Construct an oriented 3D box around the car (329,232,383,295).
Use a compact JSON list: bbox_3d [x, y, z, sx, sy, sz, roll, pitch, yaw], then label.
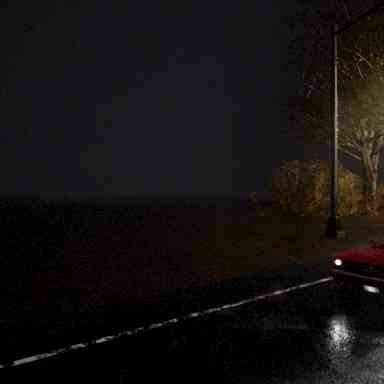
[{"bbox_3d":[5.301,1.596,7.862,4.718,1.301,1.895,0,0,-36],"label":"car"}]
